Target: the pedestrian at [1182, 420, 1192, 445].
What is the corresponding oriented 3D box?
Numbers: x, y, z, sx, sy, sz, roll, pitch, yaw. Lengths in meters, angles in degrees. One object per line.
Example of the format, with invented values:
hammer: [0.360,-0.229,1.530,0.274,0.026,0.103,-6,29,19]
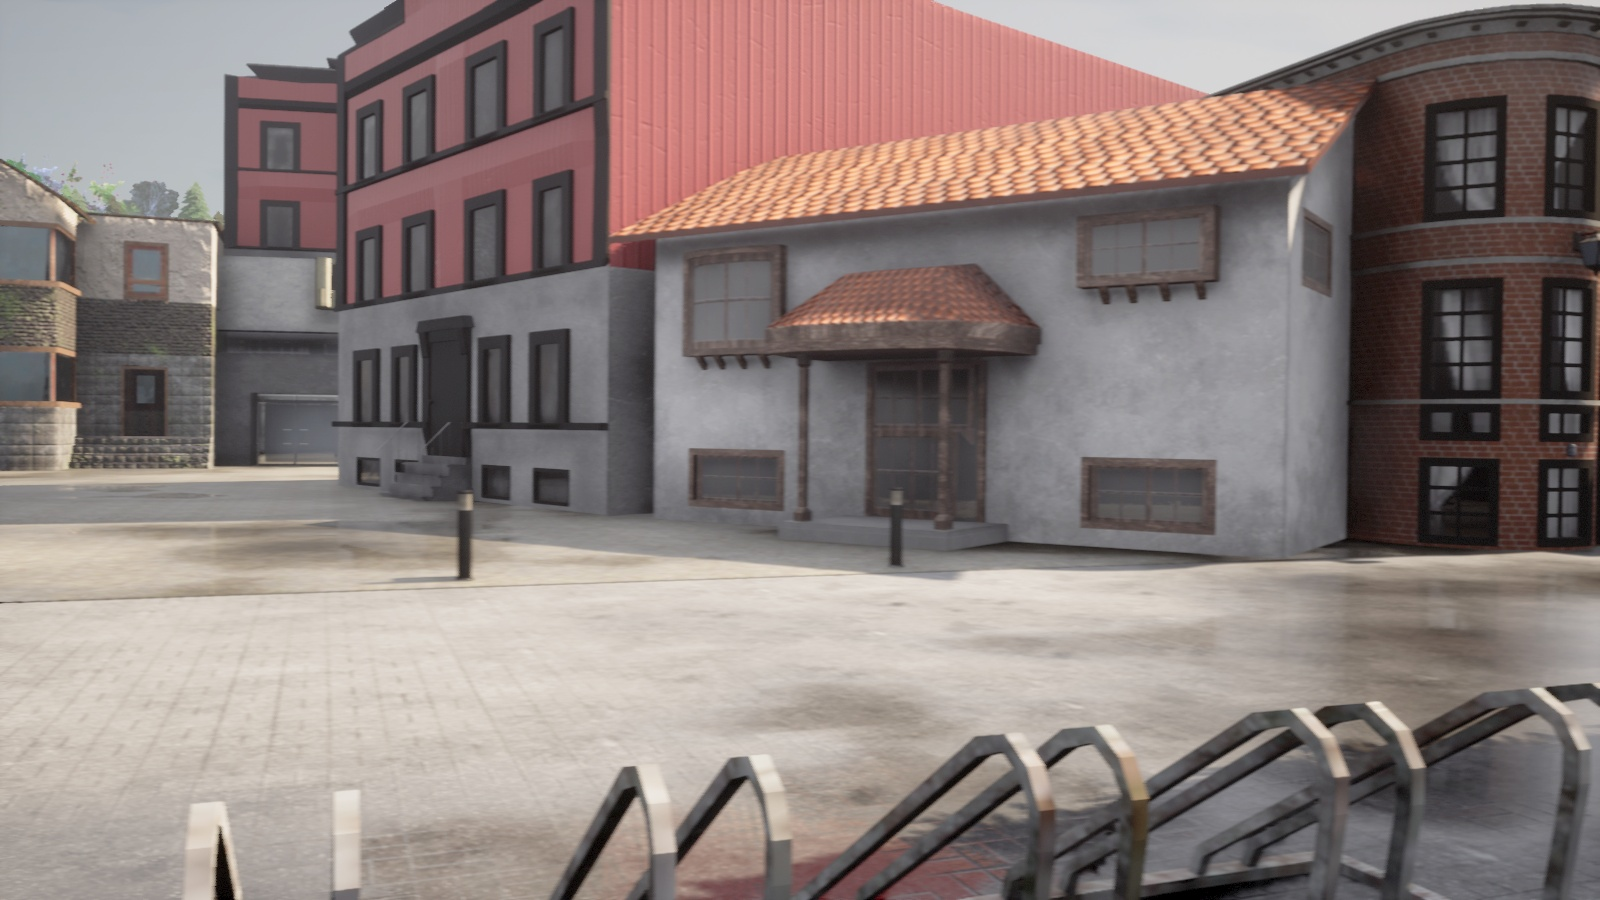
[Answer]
pedestrian: [28.515,-1.306,92.543,0.345,1.836,0.594,-1,1,-23]
